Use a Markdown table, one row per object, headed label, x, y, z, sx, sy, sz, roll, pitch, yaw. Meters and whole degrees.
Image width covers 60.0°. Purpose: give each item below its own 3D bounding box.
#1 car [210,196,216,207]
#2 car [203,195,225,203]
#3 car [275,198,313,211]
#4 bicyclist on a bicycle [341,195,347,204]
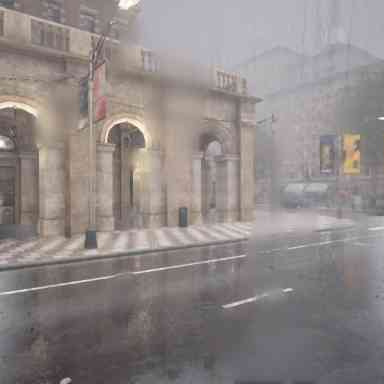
| label | x | y | z | sx | sy | sz | roll | pitch | yaw |
| --- | --- | --- | --- | --- | --- | --- | --- | --- | --- |
| car | 1.423 | 1.593 | 46.347 | 1.895 | 1.301 | 4.718 | 0 | 0 | -36 |
| car | 4.711 | 1.516 | 72.936 | 2.128 | 1.511 | 4.902 | 0 | 0 | -36 |
| car | 12.801 | 1.503 | 41.966 | 1.837 | 1.490 | 4.892 | 0 | 0 | -36 |
| bicyclist on a bicycle | 26.013 | 1.297 | 56.940 | 1.656 | 1.620 | 0.582 | 0 | 0 | -36 |
